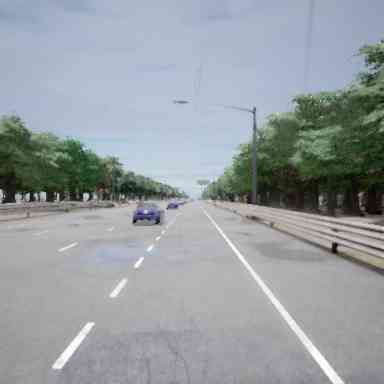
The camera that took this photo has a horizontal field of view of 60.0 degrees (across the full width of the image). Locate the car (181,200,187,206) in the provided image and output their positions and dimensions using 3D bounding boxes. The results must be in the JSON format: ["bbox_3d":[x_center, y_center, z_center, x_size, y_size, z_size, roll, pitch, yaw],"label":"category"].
[{"bbox_3d":[-3.076,2.918,87.801,1.895,1.301,4.718,0,-1,1],"label":"car"}]

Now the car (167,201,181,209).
[{"bbox_3d":[-3.308,2.264,58.602,1.812,1.442,4.674,0,-1,0],"label":"car"}]

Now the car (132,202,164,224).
[{"bbox_3d":[-3.455,1.573,27.047,2.097,1.767,4.553,0,-1,0],"label":"car"}]
